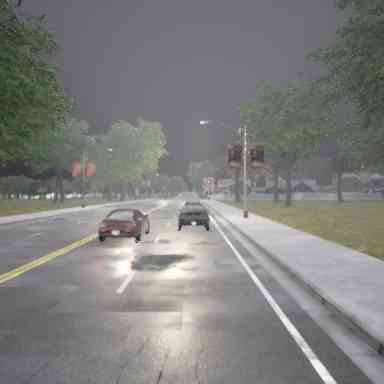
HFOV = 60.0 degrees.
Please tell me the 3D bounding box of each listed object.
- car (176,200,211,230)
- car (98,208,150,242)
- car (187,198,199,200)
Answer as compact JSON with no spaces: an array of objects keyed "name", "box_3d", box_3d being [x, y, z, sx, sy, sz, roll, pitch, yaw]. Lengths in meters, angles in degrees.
[{"name":"car","box_3d":[0.100,1.476,20.760,1.837,1.490,4.892,0,0,0]},{"name":"car","box_3d":[-3.150,1.500,15.980,1.812,1.442,4.674,0,0,0]},{"name":"car","box_3d":[0.100,1.457,39.010,1.882,1.535,5.008,0,0,0]}]
